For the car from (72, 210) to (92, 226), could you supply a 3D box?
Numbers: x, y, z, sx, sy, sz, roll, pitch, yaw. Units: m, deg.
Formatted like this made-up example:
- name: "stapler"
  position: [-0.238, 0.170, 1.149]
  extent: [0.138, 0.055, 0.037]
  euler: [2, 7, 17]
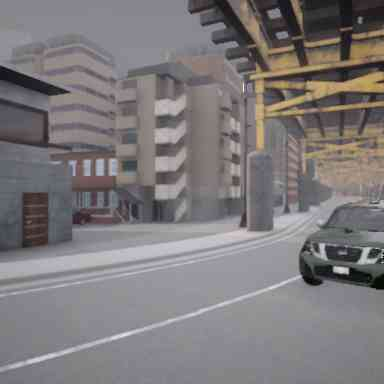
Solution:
- name: "car"
  position: [-10.598, 2.184, 27.412]
  extent: [2.033, 1.415, 5.357]
  euler: [0, -1, 24]

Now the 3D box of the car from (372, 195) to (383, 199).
- name: "car"
  position: [37.091, 2.024, 64.925]
  extent: [2.150, 2.045, 5.566]
  euler: [0, 0, 24]

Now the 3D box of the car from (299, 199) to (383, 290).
- name: "car"
  position: [4.938, 1.336, 9.166]
  extent: [2.150, 2.045, 5.566]
  euler: [0, -1, 40]

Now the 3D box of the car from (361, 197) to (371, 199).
- name: "car"
  position: [43.390, 2.234, 81.712]
  extent: [1.994, 1.385, 4.181]
  euler: [0, 0, 24]

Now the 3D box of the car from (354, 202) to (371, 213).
- name: "car"
  position: [23.567, 2.110, 46.201]
  extent: [1.837, 1.490, 4.892]
  euler: [0, -1, 24]
